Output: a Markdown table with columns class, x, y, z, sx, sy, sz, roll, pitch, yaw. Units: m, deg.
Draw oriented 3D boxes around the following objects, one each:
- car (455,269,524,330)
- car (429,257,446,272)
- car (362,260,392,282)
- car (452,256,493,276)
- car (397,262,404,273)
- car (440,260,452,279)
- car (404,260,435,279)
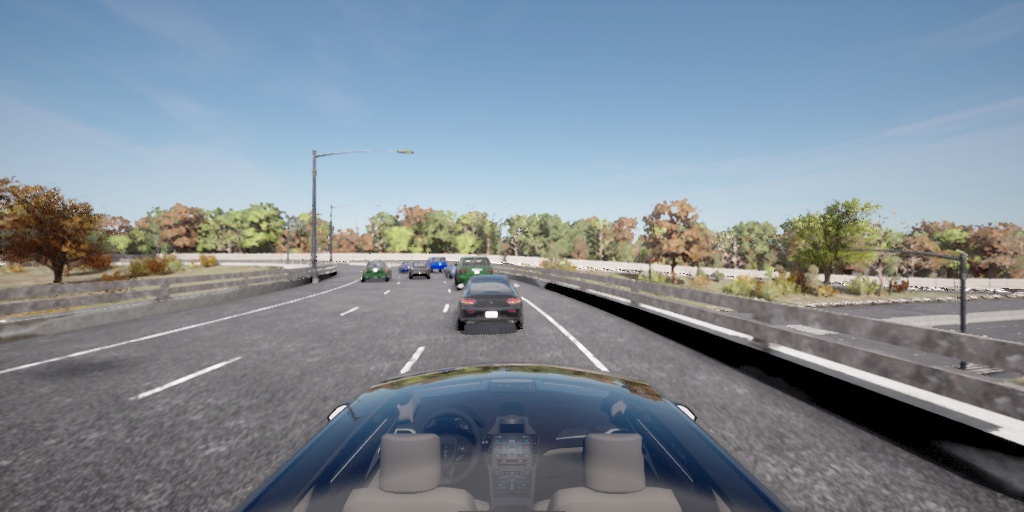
| class | x | y | z | sx | sy | sz | roll | pitch | yaw |
| --- | --- | --- | --- | --- | --- | --- | --- | --- | --- |
| car | -0.718 | 1.304 | 11.224 | 1.812 | 1.442 | 4.674 | 0 | 0 | -5 |
| car | -9.890 | 1.114 | 46.583 | 2.150 | 2.045 | 5.566 | 0 | 0 | -23 |
| car | -11.468 | 1.197 | 30.601 | 2.097 | 1.767 | 4.553 | 0 | 0 | -16 |
| car | -2.533 | 1.039 | 23.304 | 2.150 | 2.045 | 5.566 | 0 | 0 | -11 |
| car | -13.321 | 1.456 | 45.633 | 1.994 | 1.385 | 4.181 | 0 | 0 | -24 |
| car | -5.428 | 1.400 | 34.773 | 2.033 | 1.411 | 5.357 | 0 | 0 | -17 |
| car | -8.828 | 1.341 | 33.992 | 2.128 | 1.511 | 4.902 | 0 | -1 | -17 |
